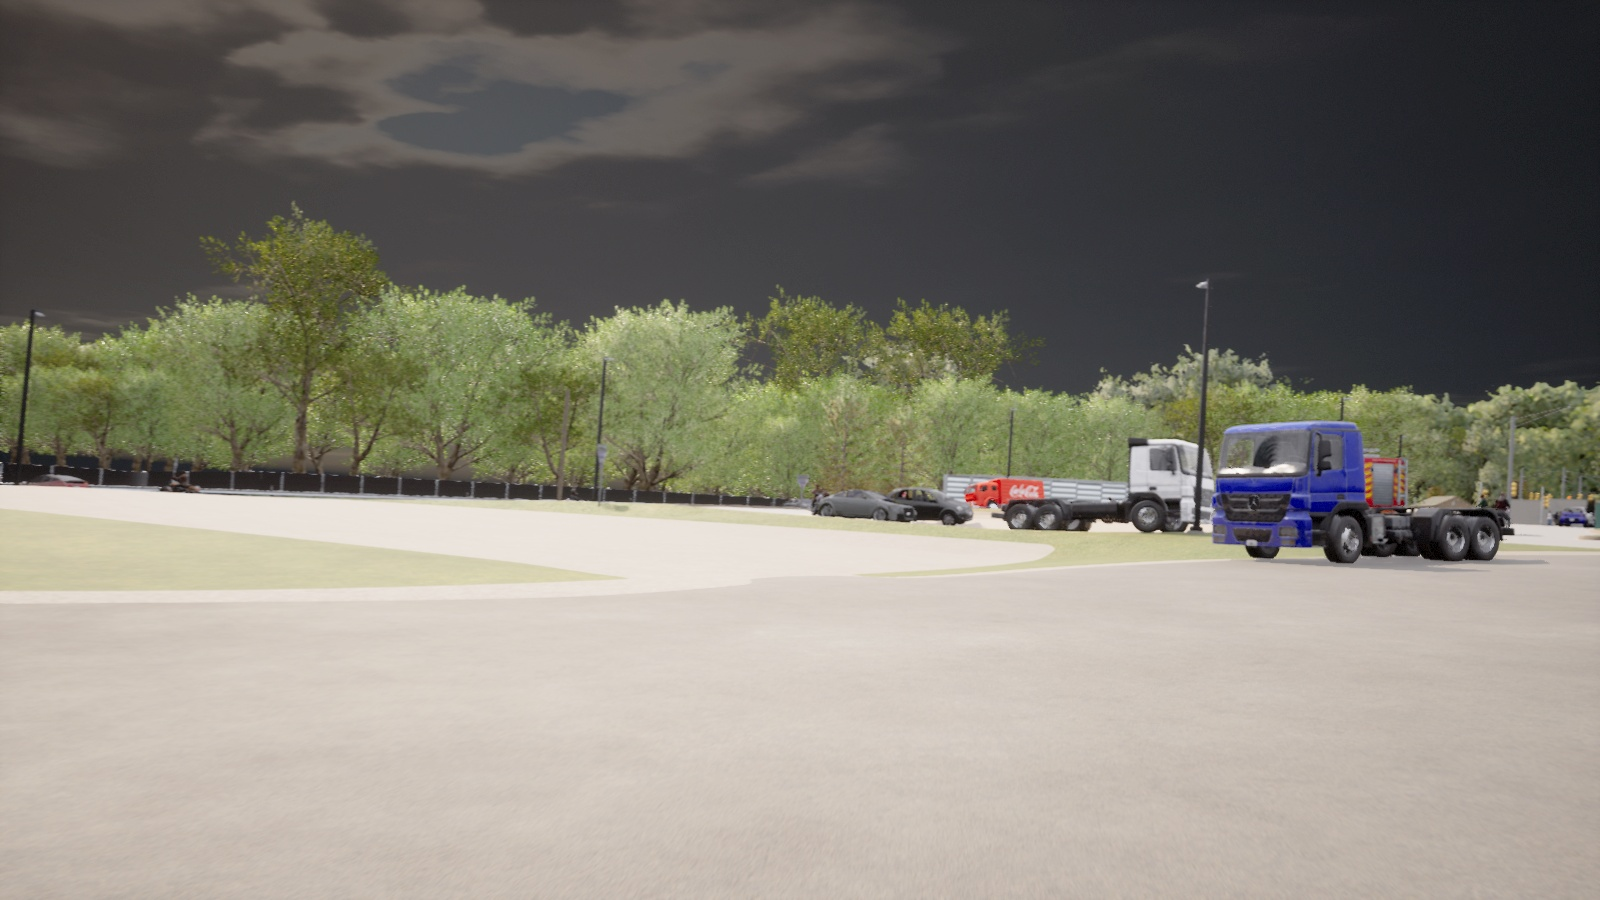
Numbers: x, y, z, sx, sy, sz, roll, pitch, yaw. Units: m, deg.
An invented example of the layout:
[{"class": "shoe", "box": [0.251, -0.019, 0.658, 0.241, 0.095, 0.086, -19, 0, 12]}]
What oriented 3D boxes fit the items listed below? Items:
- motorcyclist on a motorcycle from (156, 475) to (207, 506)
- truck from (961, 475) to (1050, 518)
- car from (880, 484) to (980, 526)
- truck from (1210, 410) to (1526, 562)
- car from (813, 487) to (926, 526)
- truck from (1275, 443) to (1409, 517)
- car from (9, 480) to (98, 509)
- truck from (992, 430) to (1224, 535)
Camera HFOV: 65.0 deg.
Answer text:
[{"class": "motorcyclist on a motorcycle", "box": [-32.900, 2.157, 66.830, 2.350, 1.649, 0.766, 0, -3, 9]}, {"class": "truck", "box": [13.701, 3.136, 83.773, 5.204, 2.467, 2.627, 3, -10, -23]}, {"class": "car", "box": [5.703, 2.397, 55.223, 3.988, 1.617, 1.851, 1, 2, 25]}, {"class": "truck", "box": [14.348, 0.932, 31.595, 7.936, 3.462, 2.891, 1, -2, -27]}, {"class": "car", "box": [2.873, 2.345, 52.235, 4.181, 1.385, 1.994, 2, -3, 36]}, {"class": "truck", "box": [30.525, 1.798, 71.172, 2.891, 3.827, 8.468, 2, -3, -9]}, {"class": "car", "box": [-41.418, 2.457, 69.705, 4.514, 1.525, 2.007, -1, -4, 25]}, {"class": "truck", "box": [11.452, 1.369, 47.183, 7.936, 3.462, 2.891, -4, -7, 37]}]
